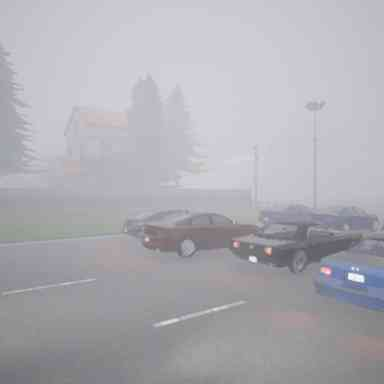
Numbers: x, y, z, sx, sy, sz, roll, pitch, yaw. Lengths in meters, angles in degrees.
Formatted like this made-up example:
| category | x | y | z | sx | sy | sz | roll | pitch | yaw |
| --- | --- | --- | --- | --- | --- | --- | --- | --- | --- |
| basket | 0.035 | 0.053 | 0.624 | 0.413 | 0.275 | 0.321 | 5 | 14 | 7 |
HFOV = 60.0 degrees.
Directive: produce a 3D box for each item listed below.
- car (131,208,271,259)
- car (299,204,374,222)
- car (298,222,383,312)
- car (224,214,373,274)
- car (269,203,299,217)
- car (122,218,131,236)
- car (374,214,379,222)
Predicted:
| category | x | y | z | sx | sy | sz | roll | pitch | yaw |
| --- | --- | --- | --- | --- | --- | --- | --- | --- | --- |
| car | 0.482 | 1.465 | 12.716 | 5.008 | 1.535 | 1.882 | 0 | 0 | -35 |
| car | 8.385 | 1.450 | 18.357 | 5.008 | 1.535 | 1.882 | 0 | 0 | -36 |
| car | 4.898 | 1.534 | 7.253 | 5.357 | 1.411 | 2.033 | 0 | 0 | -36 |
| car | 3.513 | 1.586 | 10.570 | 4.718 | 1.301 | 1.895 | 0 | 0 | -36 |
| car | 6.441 | 1.449 | 21.268 | 5.008 | 1.535 | 1.882 | 0 | 0 | -36 |
| car | -1.027 | 1.512 | 15.932 | 4.674 | 1.442 | 1.812 | 0 | 0 | -36 |
| car | 10.857 | 1.535 | 15.824 | 4.181 | 1.385 | 1.994 | 0 | 0 | -36 |
